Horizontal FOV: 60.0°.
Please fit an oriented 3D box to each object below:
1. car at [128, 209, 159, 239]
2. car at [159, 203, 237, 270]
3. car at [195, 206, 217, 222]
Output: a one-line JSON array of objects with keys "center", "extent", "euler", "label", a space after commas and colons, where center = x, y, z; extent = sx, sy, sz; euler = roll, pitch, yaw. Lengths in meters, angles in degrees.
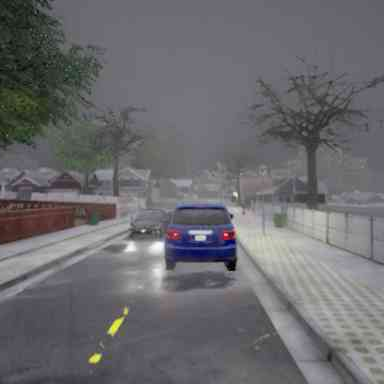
[{"center": [-2.320, 1.753, 19.064], "extent": [1.837, 1.490, 4.892], "euler": [0, -1, 3], "label": "car"}, {"center": [0.328, 1.374, 11.768], "extent": [2.150, 2.045, 5.566], "euler": [0, -1, 2], "label": "car"}, {"center": [1.402, 2.020, 31.258], "extent": [1.895, 1.301, 4.718], "euler": [0, -1, 4], "label": "car"}]
